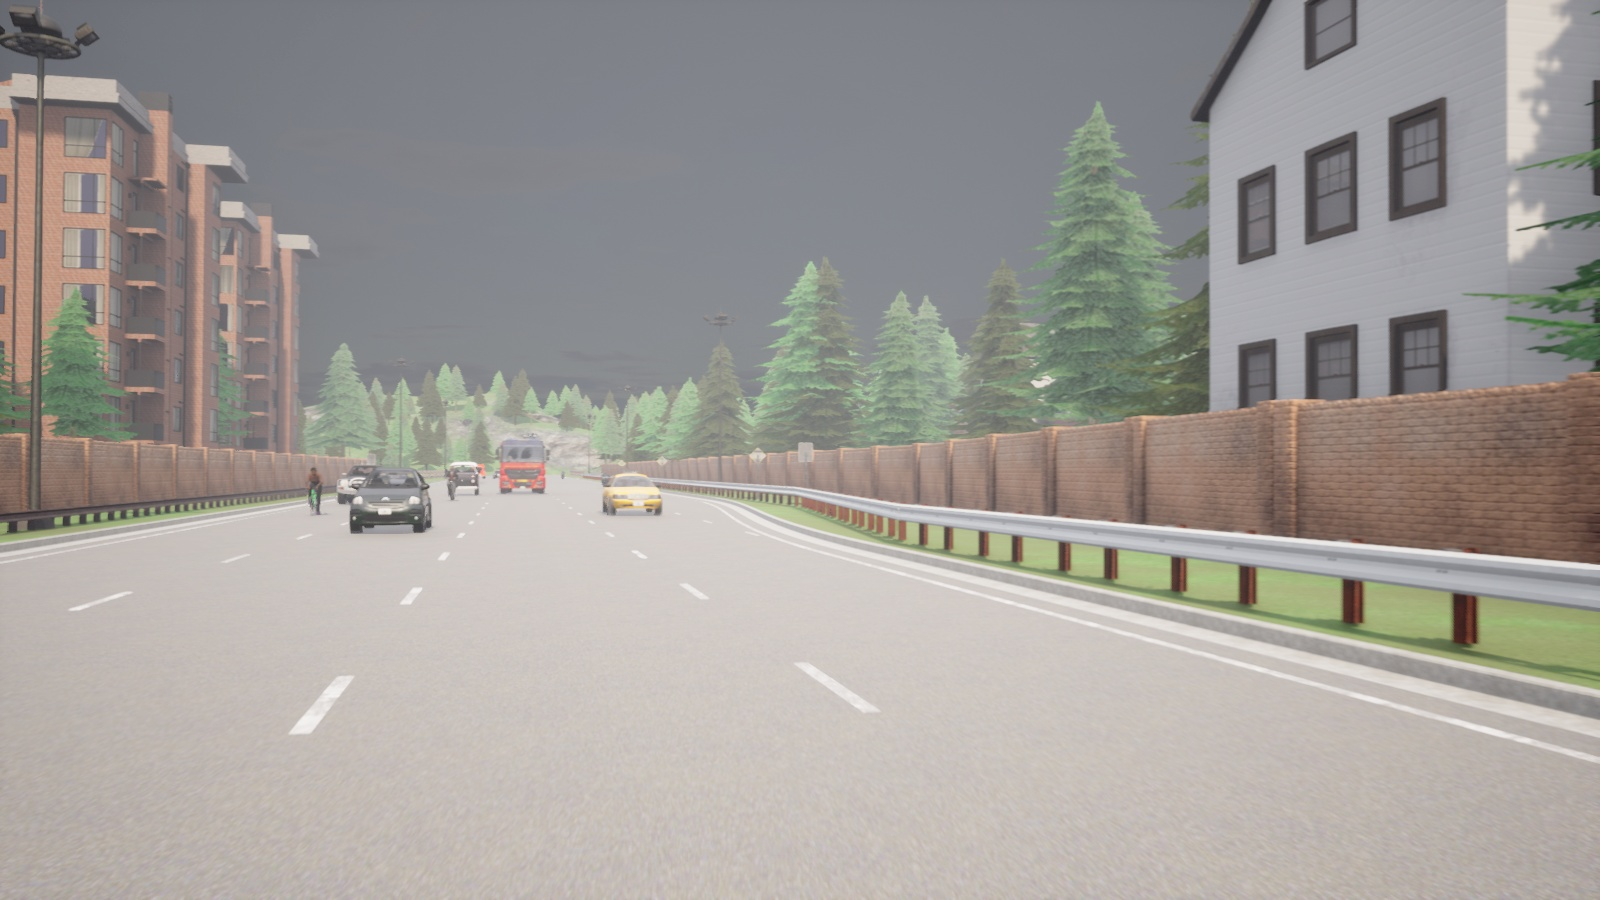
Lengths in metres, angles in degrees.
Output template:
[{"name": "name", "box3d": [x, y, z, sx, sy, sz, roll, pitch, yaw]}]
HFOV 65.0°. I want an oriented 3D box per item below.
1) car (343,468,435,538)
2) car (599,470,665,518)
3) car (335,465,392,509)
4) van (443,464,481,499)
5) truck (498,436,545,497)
[{"name": "car", "box3d": [-10.257, 1.281, 31.605, 1.851, 1.617, 3.988, 0, -1, -13]}, {"name": "car", "box3d": [-5.997, 1.517, 44.385, 1.801, 1.575, 5.366, 0, -1, -13]}, {"name": "car", "box3d": [-19.427, 1.645, 56.041, 1.932, 1.855, 4.605, 0, -1, -13]}, {"name": "van", "box3d": [-20.430, 1.889, 76.118, 2.069, 2.038, 4.480, 0, -1, -13]}, {"name": "truck", "box3d": [-18.352, 1.102, 82.733, 2.891, 3.827, 8.468, 0, -1, -13]}]
